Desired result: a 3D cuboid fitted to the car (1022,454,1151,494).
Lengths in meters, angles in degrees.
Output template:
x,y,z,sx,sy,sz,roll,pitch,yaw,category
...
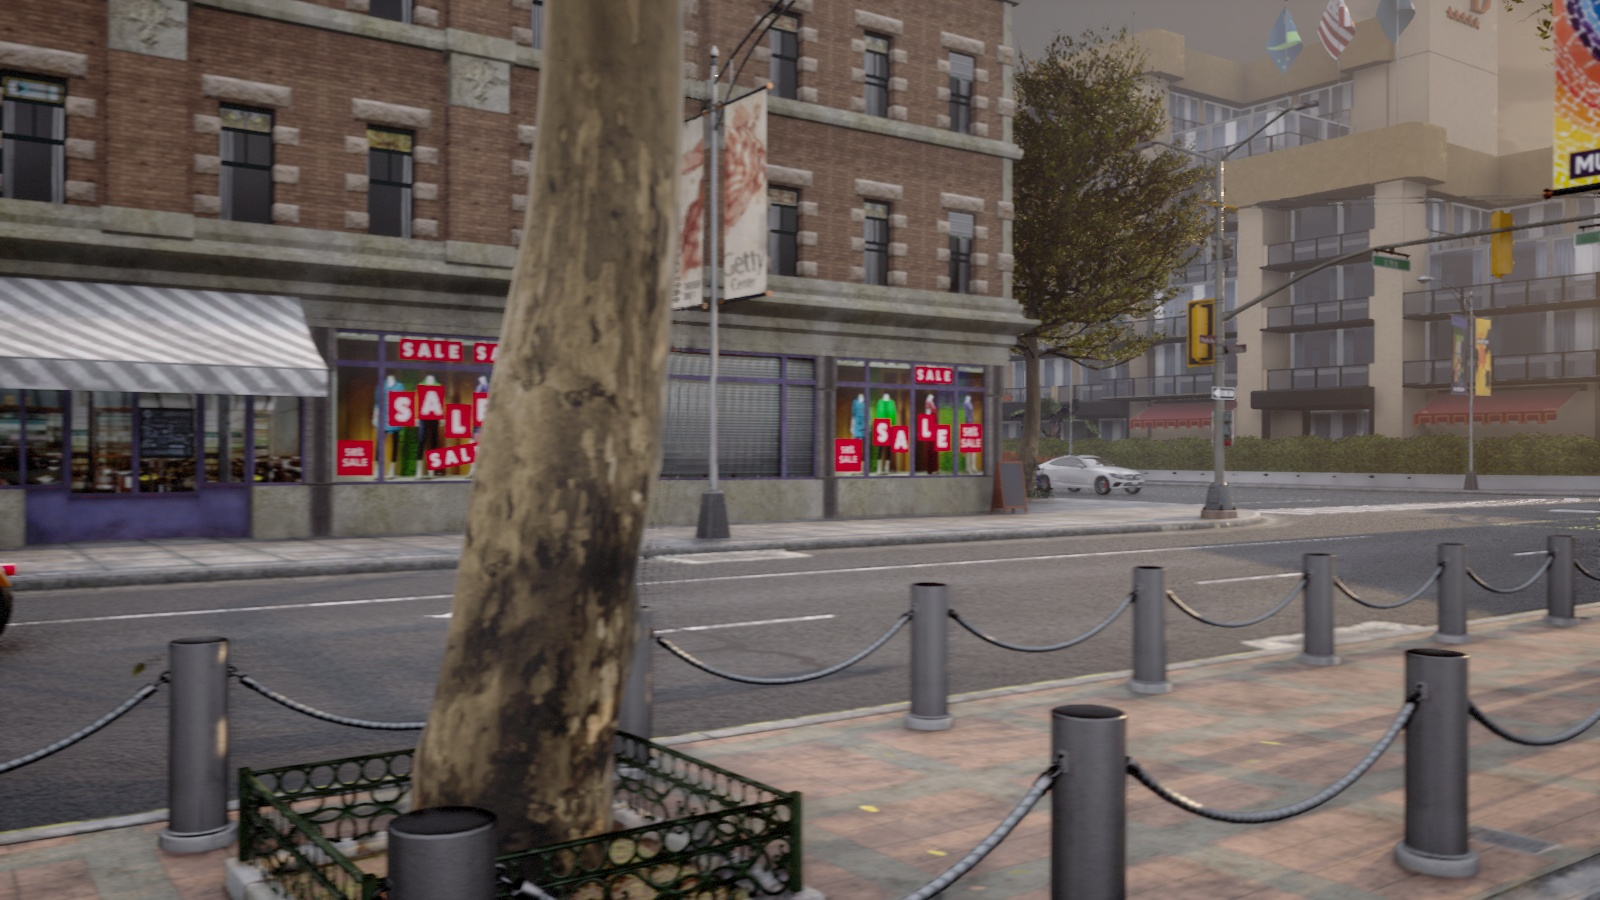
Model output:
x,y,z,sx,sy,sz,roll,pitch,yaw,category
10.632,0.863,46.938,1.812,1.442,4.674,0,0,-35,car
